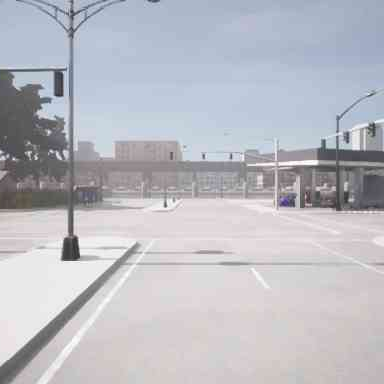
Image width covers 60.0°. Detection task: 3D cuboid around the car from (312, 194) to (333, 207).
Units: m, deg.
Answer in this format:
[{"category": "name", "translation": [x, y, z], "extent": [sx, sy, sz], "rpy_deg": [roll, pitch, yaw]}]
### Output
[{"category": "car", "translation": [18.957, 1.425, 48.403], "extent": [1.970, 1.475, 3.806], "rpy_deg": [0, 0, 0]}]

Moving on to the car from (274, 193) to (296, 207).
[{"category": "car", "translation": [13.212, 1.255, 47.640], "extent": [2.242, 1.667, 4.611], "rpy_deg": [0, 0, 0]}]

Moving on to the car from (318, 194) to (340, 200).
[{"category": "car", "translation": [35.589, 1.355, 86.442], "extent": [5.008, 1.535, 1.882], "rpy_deg": [0, 0, 2]}]

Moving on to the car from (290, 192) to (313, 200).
[{"category": "car", "translation": [29.654, 1.156, 89.977], "extent": [5.566, 2.045, 2.150], "rpy_deg": [0, 0, 0]}]
